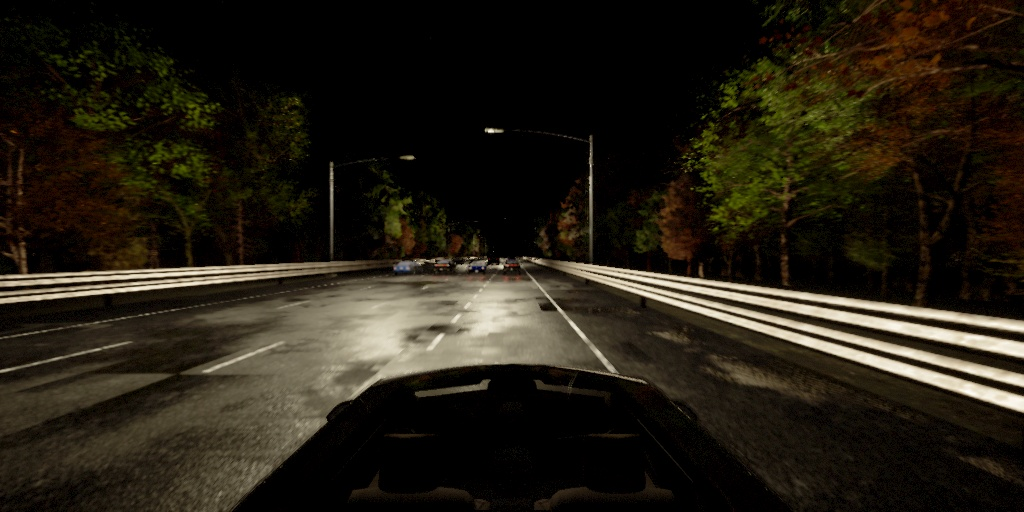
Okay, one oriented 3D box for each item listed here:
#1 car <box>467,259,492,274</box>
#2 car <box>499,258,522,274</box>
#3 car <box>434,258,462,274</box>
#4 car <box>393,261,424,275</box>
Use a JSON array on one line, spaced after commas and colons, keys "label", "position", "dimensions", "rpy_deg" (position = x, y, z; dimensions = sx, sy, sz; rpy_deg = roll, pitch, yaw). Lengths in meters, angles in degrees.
[{"label": "car", "position": [-3.504, 1.238, 37.959], "dimensions": [1.895, 1.301, 4.718], "rpy_deg": [0, 0, 0]}, {"label": "car", "position": [0.001, 1.130, 38.054], "dimensions": [2.128, 1.511, 4.902], "rpy_deg": [0, 0, 0]}, {"label": "car", "position": [-6.999, 1.129, 38.051], "dimensions": [2.128, 1.511, 4.902], "rpy_deg": [0, 0, 0]}, {"label": "car", "position": [-10.512, 1.187, 36.621], "dimensions": [2.033, 1.411, 5.357], "rpy_deg": [0, 0, 0]}]
